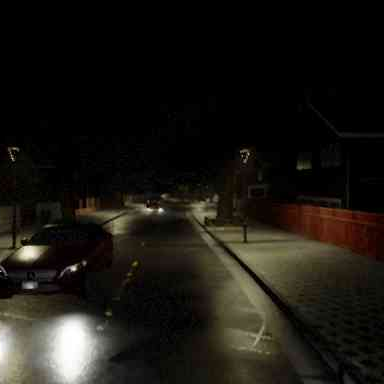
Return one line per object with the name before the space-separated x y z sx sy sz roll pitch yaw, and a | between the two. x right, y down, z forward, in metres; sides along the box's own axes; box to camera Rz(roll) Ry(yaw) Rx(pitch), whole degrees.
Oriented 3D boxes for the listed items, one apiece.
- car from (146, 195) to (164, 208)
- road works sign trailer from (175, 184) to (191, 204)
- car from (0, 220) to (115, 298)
car | -4.966 1.288 45.247 2.097 1.767 4.553 0 0 0
road works sign trailer | -1.739 0.296 62.551 2.380 3.560 2.880 5 -5 3
car | -3.198 1.514 8.640 1.812 1.442 4.674 0 0 -3
